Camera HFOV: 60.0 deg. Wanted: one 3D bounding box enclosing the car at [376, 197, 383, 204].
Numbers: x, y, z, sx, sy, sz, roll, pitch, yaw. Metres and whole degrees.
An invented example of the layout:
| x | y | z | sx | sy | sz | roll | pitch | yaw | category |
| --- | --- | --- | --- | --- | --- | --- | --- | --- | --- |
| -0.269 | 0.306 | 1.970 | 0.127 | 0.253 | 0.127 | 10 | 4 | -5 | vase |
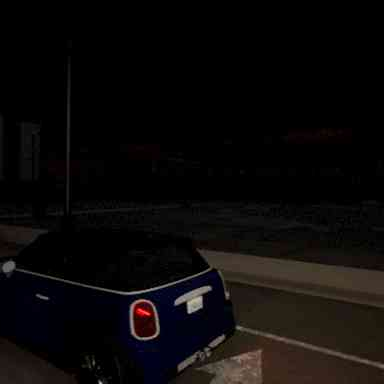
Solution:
| x | y | z | sx | sy | sz | roll | pitch | yaw | category |
| --- | --- | --- | --- | --- | --- | --- | --- | --- | --- |
| 39.688 | 1.733 | 68.076 | 2.038 | 1.542 | 4.974 | 1 | 1 | 6 | car |

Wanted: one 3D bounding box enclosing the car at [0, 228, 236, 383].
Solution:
| x | y | z | sx | sy | sz | roll | pitch | yaw | category |
| --- | --- | --- | --- | --- | --- | --- | --- | --- | --- |
| -1.678 | 1.350 | 5.191 | 4.553 | 1.767 | 2.097 | 0 | 0 | 36 | car |

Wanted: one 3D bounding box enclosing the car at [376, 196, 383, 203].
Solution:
| x | y | z | sx | sy | sz | roll | pitch | yaw | category |
| --- | --- | --- | --- | --- | --- | --- | --- | --- | --- |
| 39.695 | 1.575 | 68.126 | 1.853 | 1.218 | 4.536 | 1 | 1 | 6 | car |
